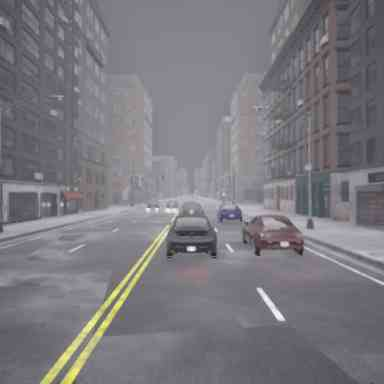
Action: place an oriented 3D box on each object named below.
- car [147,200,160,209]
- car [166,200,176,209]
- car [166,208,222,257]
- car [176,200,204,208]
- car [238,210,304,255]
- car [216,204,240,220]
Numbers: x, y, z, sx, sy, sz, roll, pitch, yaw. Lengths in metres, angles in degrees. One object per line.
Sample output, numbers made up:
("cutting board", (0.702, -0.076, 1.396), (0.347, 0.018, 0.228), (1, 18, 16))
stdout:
("car", (-6.610, 2.083, 57.541), (1.837, 1.490, 4.892), (0, -1, 0))
("car", (-3.361, 2.069, 57.539), (2.128, 1.511, 4.902), (0, -1, 0))
("car", (-0.001, 1.643, 13.493), (1.837, 1.490, 4.892), (0, 0, 0))
("car", (-0.026, 1.637, 28.421), (2.097, 1.767, 4.553), (0, -1, 0))
("car", (3.253, 1.666, 13.897), (1.812, 1.442, 4.674), (0, 0, 0))
("car", (3.231, 1.771, 29.254), (1.882, 1.535, 5.008), (0, 0, 0))
